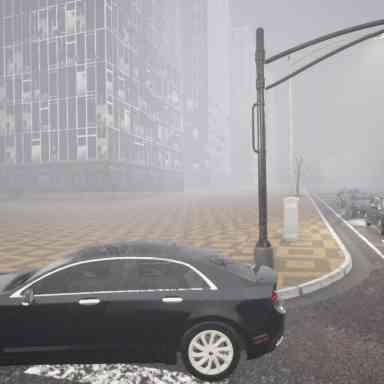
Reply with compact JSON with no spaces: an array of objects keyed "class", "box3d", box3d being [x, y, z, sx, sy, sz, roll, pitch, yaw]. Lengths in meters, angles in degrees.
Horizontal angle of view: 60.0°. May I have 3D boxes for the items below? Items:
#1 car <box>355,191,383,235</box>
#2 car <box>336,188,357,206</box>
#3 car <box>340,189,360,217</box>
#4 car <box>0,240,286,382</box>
[{"class":"car","box3d":[8.846,0.928,14.510,2.128,1.511,4.902,-1,2,18]},{"class":"car","box3d":[12.799,0.454,26.897,2.128,1.511,4.902,-1,2,18]},{"class":"car","box3d":[10.849,0.759,20.819,1.994,1.385,4.181,-1,2,17]},{"class":"car","box3d":[-1.173,1.505,4.800,4.892,1.490,1.837,0,0,0]}]
